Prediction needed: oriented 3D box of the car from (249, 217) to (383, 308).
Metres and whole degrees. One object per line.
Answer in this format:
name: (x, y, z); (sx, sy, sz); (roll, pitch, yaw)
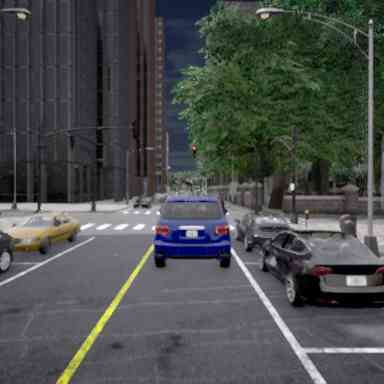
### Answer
car: (2.744, 1.502, 7.637); (1.947, 1.339, 4.313); (0, 0, 0)

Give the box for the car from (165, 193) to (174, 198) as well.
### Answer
car: (-5.967, 0.889, 88.897); (1.887, 1.381, 4.507); (0, 0, 0)

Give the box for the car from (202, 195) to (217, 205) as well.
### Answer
car: (2.645, 1.174, 50.726); (1.947, 1.339, 4.313); (0, 0, 0)

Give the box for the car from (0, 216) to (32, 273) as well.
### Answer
car: (-5.781, 1.488, 7.608); (2.008, 1.369, 4.403); (0, 0, 0)

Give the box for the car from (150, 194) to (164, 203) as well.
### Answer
car: (-5.893, 1.122, 56.155); (2.008, 1.369, 4.403); (0, 0, 0)

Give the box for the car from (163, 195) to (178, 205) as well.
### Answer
car: (-3.194, 1.138, 50.275); (1.812, 1.442, 4.674); (0, 0, 0)

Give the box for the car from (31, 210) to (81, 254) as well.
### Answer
car: (-5.793, 1.420, 12.951); (1.752, 1.417, 4.829); (0, 0, 0)

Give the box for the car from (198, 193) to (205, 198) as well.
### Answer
car: (2.557, 0.867, 89.090); (1.752, 1.417, 4.829); (0, 0, 0)

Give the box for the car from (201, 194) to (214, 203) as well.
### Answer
car: (2.633, 1.121, 56.182); (2.008, 1.369, 4.403); (0, 0, 0)

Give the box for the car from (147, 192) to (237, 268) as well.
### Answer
car: (0.046, 1.130, 11.127); (2.150, 2.045, 5.566); (0, 0, 1)

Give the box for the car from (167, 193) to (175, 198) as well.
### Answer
car: (-5.980, 0.853, 94.354); (1.887, 1.381, 4.507); (0, 0, 0)

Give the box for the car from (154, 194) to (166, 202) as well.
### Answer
car: (-5.905, 1.115, 61.612); (1.802, 1.307, 4.206); (0, 0, 0)

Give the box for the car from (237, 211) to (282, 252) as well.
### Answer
car: (2.731, 1.442, 13.149); (2.008, 1.369, 4.403); (0, 0, 0)

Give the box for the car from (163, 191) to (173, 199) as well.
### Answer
car: (-5.955, 0.696, 83.438); (2.192, 1.841, 5.009); (0, 0, 0)

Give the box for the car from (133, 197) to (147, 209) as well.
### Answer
car: (-5.855, 1.253, 39.785); (1.947, 1.339, 4.313); (0, 0, 0)

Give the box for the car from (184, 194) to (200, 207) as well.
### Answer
car: (-0.007, 1.134, 45.917); (2.128, 1.511, 4.902); (0, 0, 0)

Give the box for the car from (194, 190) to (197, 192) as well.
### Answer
car: (-0.186, 0.898, 80.757); (1.837, 1.490, 4.892); (0, 0, 0)
